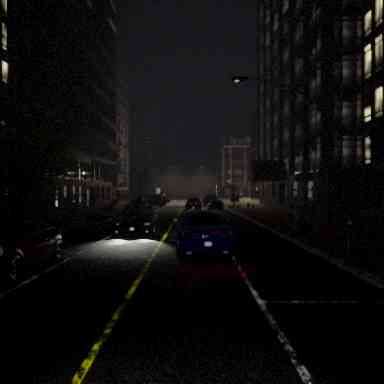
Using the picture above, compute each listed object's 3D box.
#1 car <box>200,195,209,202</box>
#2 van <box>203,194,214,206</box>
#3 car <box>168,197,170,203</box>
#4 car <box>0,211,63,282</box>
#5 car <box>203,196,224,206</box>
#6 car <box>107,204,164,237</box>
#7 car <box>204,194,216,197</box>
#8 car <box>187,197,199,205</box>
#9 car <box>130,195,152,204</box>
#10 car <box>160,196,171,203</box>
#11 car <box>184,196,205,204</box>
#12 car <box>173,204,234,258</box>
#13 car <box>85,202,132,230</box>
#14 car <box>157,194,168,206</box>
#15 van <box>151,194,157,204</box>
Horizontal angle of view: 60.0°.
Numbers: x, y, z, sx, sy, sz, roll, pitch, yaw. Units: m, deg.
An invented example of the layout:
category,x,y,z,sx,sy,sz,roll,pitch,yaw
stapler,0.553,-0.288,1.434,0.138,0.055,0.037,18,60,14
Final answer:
category,x,y,z,sx,sy,sz,roll,pitch,yaw
car,2.702,1.413,70.767,1.752,1.417,4.829,0,0,0
van,2.668,1.254,53.921,1.690,1.788,3.998,0,0,0
car,-5.212,1.226,53.936,2.192,1.841,5.009,0,0,0
car,-5.300,1.422,9.467,1.967,1.590,4.097,0,0,0
car,2.635,1.489,37.245,2.008,1.369,4.403,0,0,0
car,-2.818,1.533,17.535,1.994,1.385,4.181,0,0,0
car,2.657,1.236,48.362,2.192,1.841,5.009,0,0,0
car,0.209,1.510,55.743,1.895,1.301,4.718,0,0,0
car,-5.256,1.386,31.701,1.967,1.590,4.097,0,0,0
car,-5.190,1.477,65.054,1.802,1.307,4.206,0,0,0
car,0.174,1.441,38.479,1.837,1.490,4.892,0,0,0
car,0.339,1.455,12.802,1.882,1.535,5.008,0,0,-4
car,-5.277,1.514,20.584,2.008,1.369,4.403,0,0,0
car,-5.223,1.234,48.377,2.192,1.841,5.009,0,0,0
van,-5.245,1.278,37.260,1.690,1.788,3.998,0,0,0
